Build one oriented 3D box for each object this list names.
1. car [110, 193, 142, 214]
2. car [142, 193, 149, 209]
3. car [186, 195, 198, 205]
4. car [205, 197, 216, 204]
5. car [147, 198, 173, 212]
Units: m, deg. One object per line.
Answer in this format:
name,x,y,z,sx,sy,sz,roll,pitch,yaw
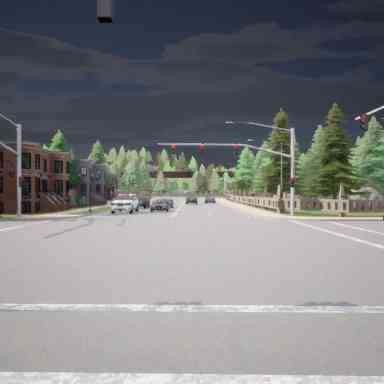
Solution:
car,-7.103,1.221,35.637,2.150,2.045,5.566,0,0,0
car,-7.110,1.221,45.754,2.150,2.045,5.566,0,0,0
car,-0.054,1.352,60.247,2.097,1.767,4.553,0,0,0
car,3.542,1.564,65.227,1.994,1.385,4.181,0,0,0
car,-3.595,1.564,38.324,1.994,1.385,4.181,0,0,0
